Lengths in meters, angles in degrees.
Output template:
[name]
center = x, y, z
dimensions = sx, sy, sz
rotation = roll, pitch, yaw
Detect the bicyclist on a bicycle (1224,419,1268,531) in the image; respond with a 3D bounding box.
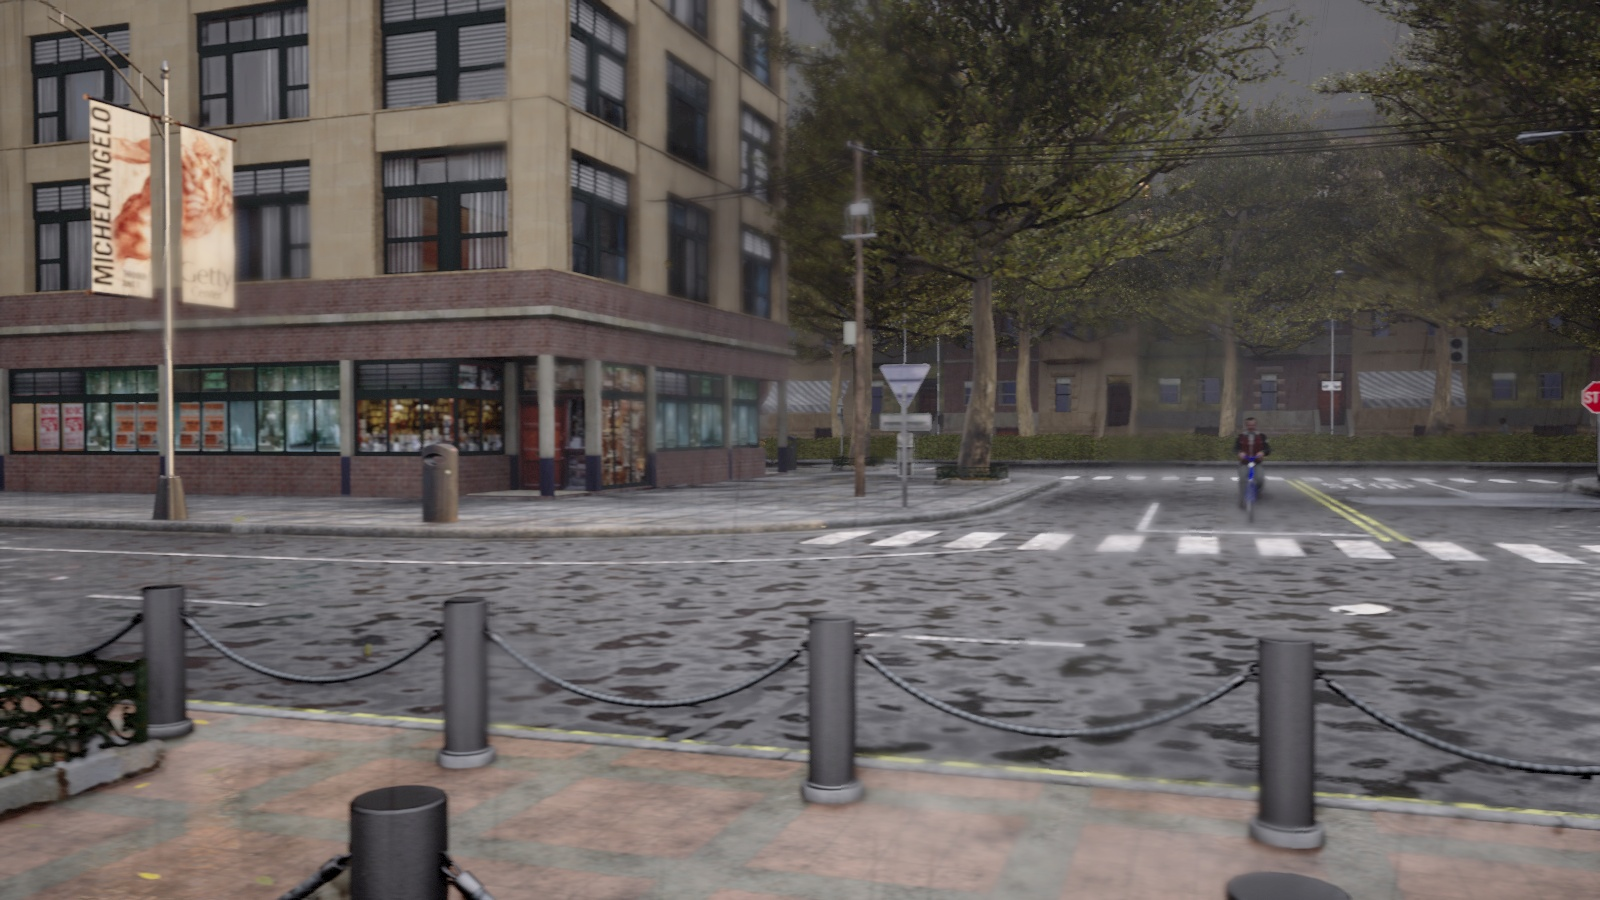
[bicyclist on a bicycle]
center = 7.469, 0.389, 21.008
dimensions = 0.659, 1.776, 1.843
rotation = 0, 1, 20
